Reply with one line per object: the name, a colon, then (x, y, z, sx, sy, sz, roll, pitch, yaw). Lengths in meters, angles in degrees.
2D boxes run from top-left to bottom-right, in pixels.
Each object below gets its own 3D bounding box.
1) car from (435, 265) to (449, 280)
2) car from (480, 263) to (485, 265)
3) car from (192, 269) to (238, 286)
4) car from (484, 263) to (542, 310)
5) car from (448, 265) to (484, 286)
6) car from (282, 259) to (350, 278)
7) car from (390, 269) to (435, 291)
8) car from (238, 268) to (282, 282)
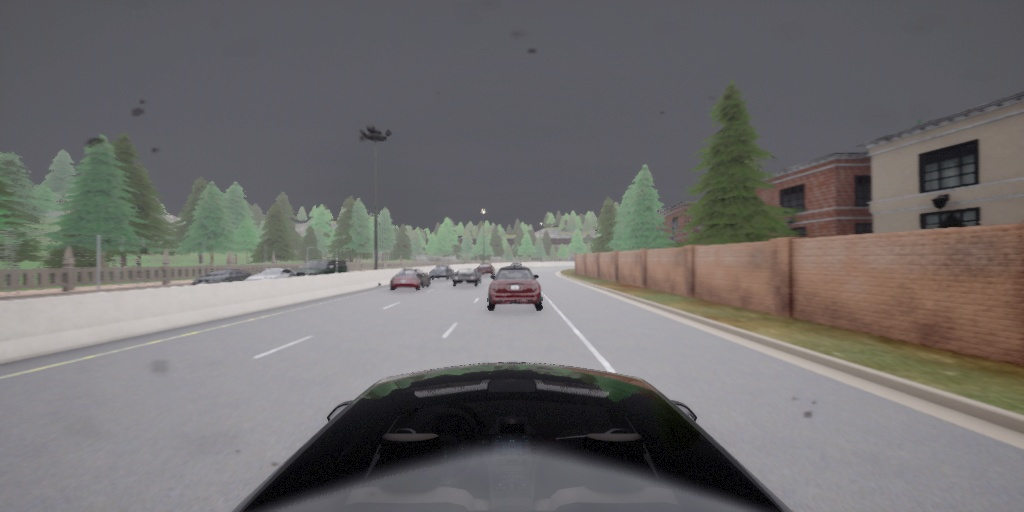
car: (-6.857, 1.650, 35.816, 2.033, 1.411, 5.357, 0, -1, 0)
car: (-3.135, 1.635, 43.848, 1.882, 1.535, 5.008, 0, 0, 3)
car: (-20.978, 1.652, 26.364, 1.994, 1.385, 4.181, 0, -1, 0)
car: (0.115, 1.232, 15.686, 2.097, 1.767, 4.553, 0, 0, 0)
car: (-3.373, 1.610, 27.714, 1.895, 1.301, 4.718, 0, -1, 0)
car: (-13.980, 1.263, 26.467, 2.150, 2.045, 5.566, 0, -1, 0)
car: (-6.872, 1.562, 24.637, 1.994, 1.385, 4.181, 0, -1, -1)
car: (-17.477, 1.602, 26.633, 1.812, 1.442, 4.674, 0, -1, 0)
